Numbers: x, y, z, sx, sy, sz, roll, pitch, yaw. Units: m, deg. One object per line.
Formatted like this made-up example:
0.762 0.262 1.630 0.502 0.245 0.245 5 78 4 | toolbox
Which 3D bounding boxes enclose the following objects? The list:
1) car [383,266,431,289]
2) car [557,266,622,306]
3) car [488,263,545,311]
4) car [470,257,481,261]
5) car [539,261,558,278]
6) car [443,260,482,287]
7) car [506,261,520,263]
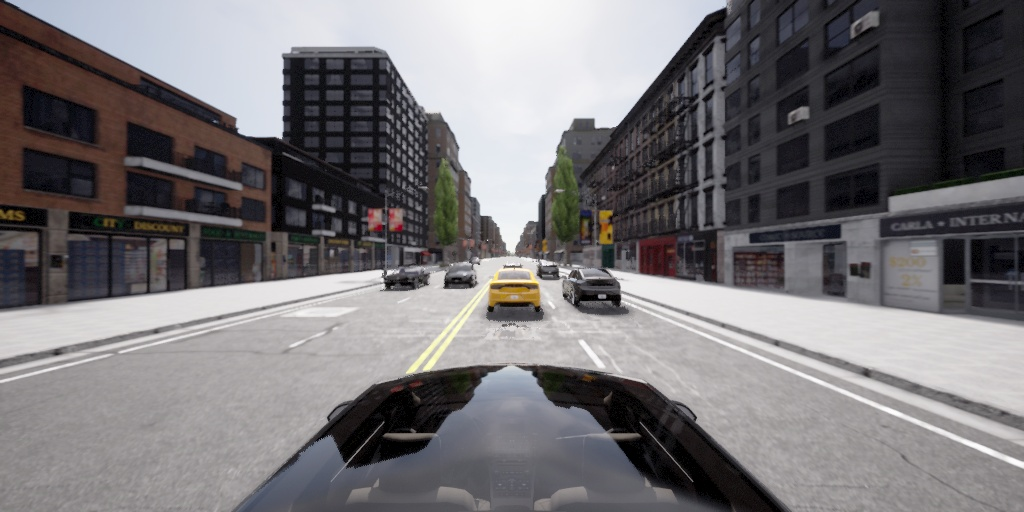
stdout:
-6.608 1.351 22.959 1.895 1.301 4.718 0 0 0 | car
3.345 1.255 15.721 1.837 1.490 4.892 0 0 0 | car
0.089 1.228 14.534 1.882 1.535 5.008 0 0 0 | car
-6.524 0.977 64.384 2.128 1.511 4.902 0 0 0 | car
3.340 1.239 33.956 2.128 1.511 4.902 0 0 0 | car
-3.357 1.255 24.172 1.837 1.490 4.892 0 0 0 | car
0.088 1.239 33.961 2.128 1.511 4.902 0 0 0 | car
